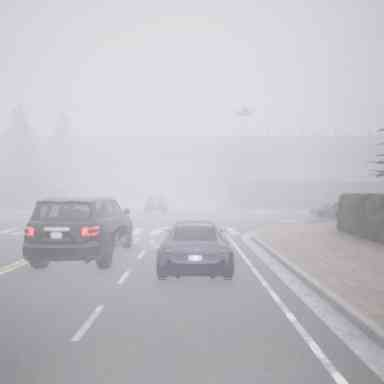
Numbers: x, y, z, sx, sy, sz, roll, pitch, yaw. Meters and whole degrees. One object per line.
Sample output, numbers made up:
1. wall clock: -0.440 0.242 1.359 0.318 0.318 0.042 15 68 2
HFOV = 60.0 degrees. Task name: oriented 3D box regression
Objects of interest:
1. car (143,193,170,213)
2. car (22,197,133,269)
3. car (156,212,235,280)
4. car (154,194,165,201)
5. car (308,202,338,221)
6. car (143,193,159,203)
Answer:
1. car: -3.402 1.108 33.158 2.097 1.767 4.553 0 0 0
2. car: -3.408 1.153 11.018 2.150 2.045 5.566 0 1 0
3. car: 0.081 1.502 9.798 1.994 1.385 4.181 0 0 0
4. car: -7.005 1.147 71.939 1.895 1.301 4.718 0 0 0
5. car: 11.081 1.395 24.056 4.718 1.301 1.895 0 0 2
6. car: -7.054 0.995 57.142 2.097 1.767 4.553 0 0 1
